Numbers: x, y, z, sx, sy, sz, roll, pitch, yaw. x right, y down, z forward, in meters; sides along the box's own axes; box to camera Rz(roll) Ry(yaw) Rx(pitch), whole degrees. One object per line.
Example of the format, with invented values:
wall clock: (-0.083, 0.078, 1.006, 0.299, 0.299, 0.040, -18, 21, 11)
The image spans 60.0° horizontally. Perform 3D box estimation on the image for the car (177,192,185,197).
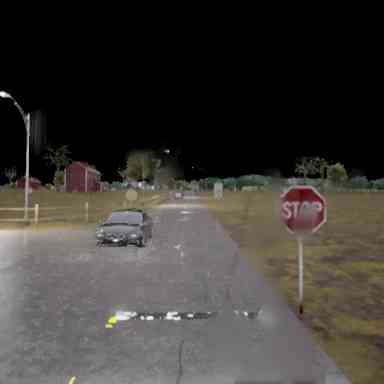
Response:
car: (-3.056, 0.666, 92.552, 1.895, 1.301, 4.718, 0, 1, 0)

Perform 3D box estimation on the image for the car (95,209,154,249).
car: (-2.770, 1.527, 14.490, 1.837, 1.490, 4.892, 2, 0, 0)

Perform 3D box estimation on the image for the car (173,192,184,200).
car: (-2.973, 0.907, 70.827, 1.812, 1.442, 4.674, 0, 1, 0)
